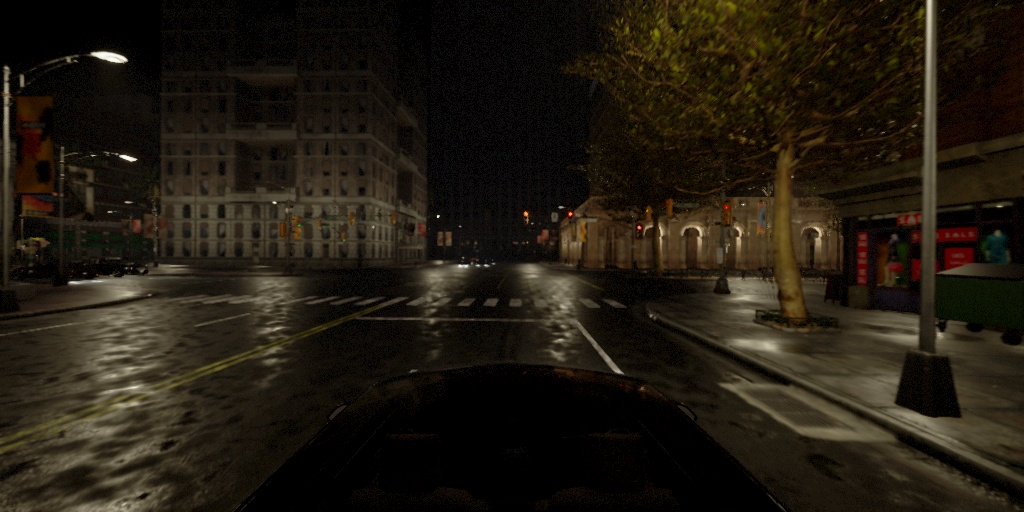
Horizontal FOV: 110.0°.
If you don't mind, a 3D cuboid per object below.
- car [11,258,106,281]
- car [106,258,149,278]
[{"bbox_3d":[-30.971,0.987,24.385,4.181,1.385,1.994,0,0,2],"label":"car"},{"bbox_3d":[-31.146,0.900,27.891,4.902,1.511,2.128,0,0,2],"label":"car"}]
